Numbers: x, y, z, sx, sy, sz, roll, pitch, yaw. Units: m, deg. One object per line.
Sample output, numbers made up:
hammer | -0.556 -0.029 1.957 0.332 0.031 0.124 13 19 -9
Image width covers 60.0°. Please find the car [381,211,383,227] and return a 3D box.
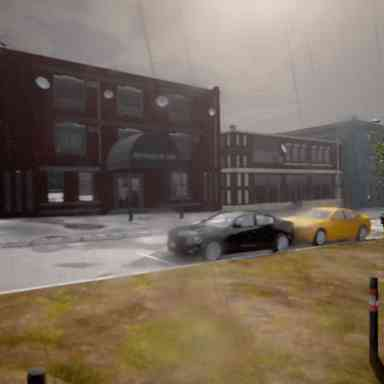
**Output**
car | 14.052 1.319 20.743 5.566 2.045 2.435 1 0 -35

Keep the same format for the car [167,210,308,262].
car | 1.510 1.402 11.748 5.008 1.535 2.097 1 0 -33

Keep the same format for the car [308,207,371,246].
car | 6.018 1.442 14.982 5.008 1.535 2.097 1 0 -33
